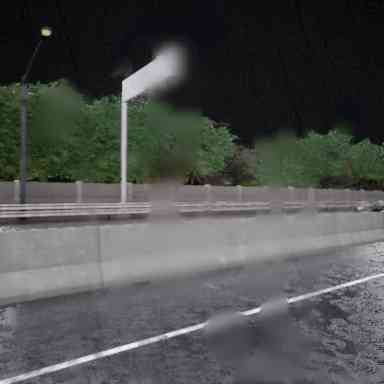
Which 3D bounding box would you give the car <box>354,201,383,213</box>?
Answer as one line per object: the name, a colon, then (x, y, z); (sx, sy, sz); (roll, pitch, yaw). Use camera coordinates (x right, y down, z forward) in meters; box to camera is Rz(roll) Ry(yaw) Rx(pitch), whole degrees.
car: (21.626, 1.826, 40.349); (4.902, 1.511, 2.128); (1, -1, -35)
